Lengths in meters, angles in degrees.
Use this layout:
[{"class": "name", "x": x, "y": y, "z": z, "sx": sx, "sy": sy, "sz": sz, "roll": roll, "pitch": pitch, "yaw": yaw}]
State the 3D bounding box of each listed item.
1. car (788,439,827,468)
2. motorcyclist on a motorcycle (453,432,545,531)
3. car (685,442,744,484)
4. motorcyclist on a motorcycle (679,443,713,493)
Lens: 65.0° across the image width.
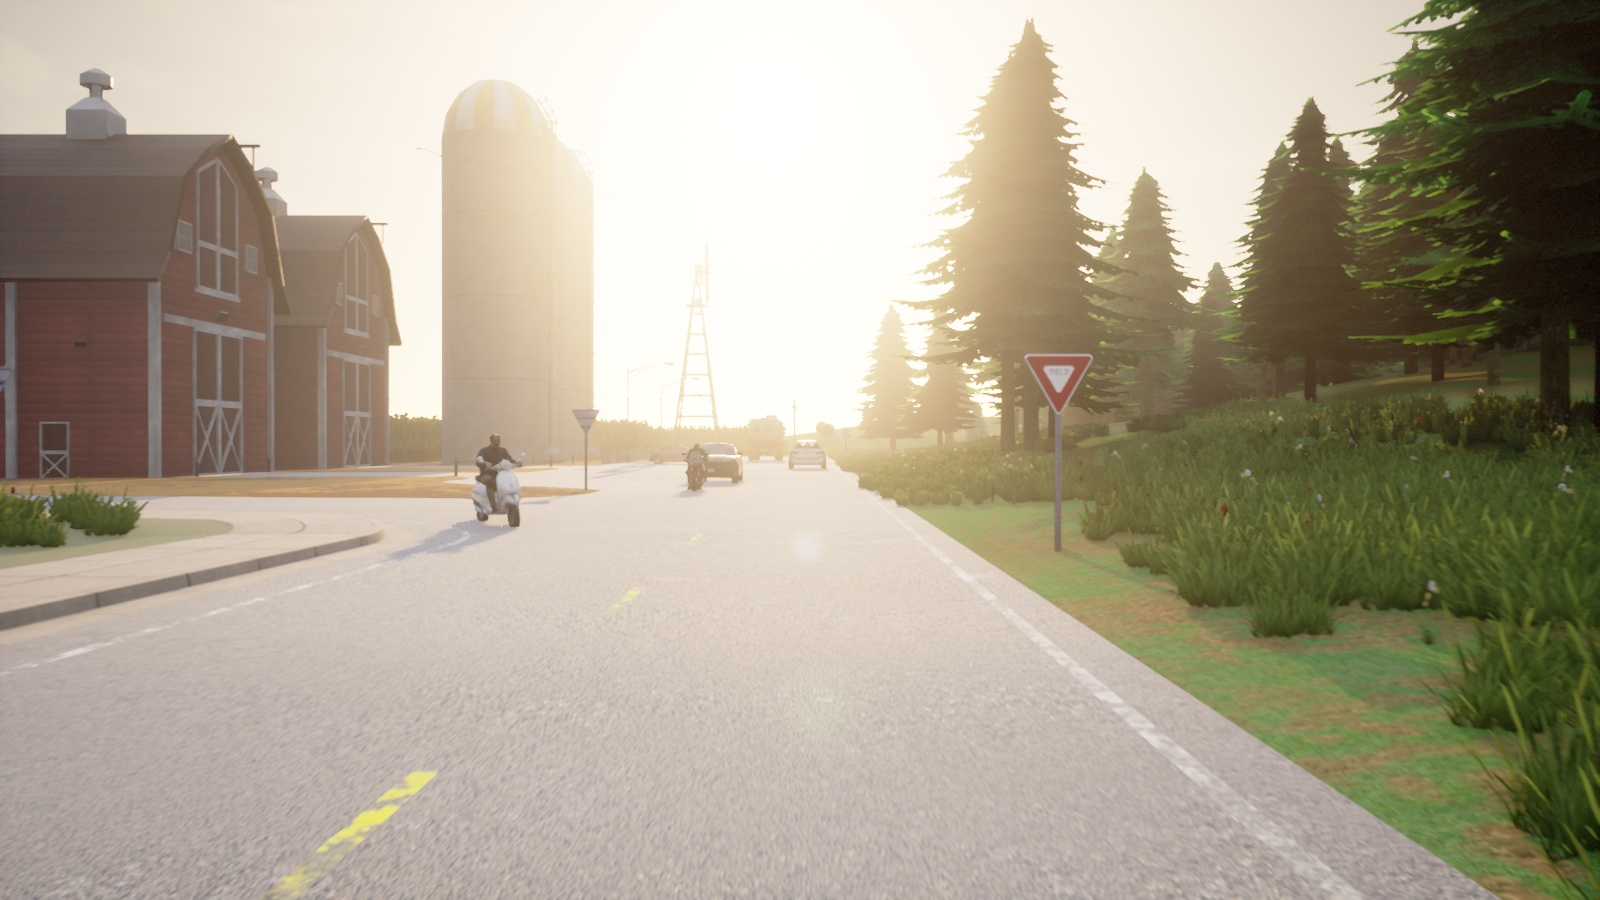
[{"class": "car", "x": 0.436, "y": 0.175, "z": 73.800, "sx": 2.242, "sy": 1.667, "sz": 4.611, "roll": 0, "pitch": 0, "yaw": 0}, {"class": "motorcyclist on a motorcycle", "x": -5.215, "y": 0.503, "z": 21.683, "sx": 0.866, "sy": 1.590, "sz": 1.817, "roll": -2, "pitch": 3, "yaw": -37}, {"class": "car", "x": -3.212, "y": 0.452, "z": 47.854, "sx": 1.882, "sy": 1.535, "sz": 5.008, "roll": 0, "pitch": 0, "yaw": 0}, {"class": "motorcyclist on a motorcycle", "x": -3.262, "y": 0.556, "z": 39.606, "sx": 0.866, "sy": 1.530, "sz": 2.191, "roll": 0, "pitch": 0, "yaw": 0}]
